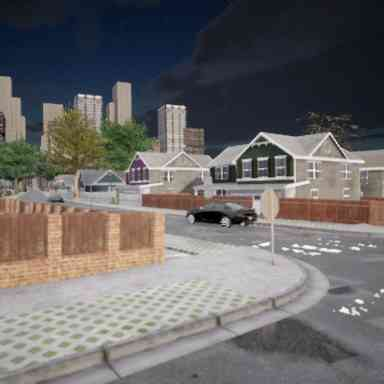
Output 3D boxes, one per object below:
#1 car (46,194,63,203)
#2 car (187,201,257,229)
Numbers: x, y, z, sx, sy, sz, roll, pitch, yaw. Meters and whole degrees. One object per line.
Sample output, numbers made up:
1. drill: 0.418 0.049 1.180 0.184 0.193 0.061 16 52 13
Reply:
1. car: -21.840 0.997 52.885 1.994 1.385 4.181 -2 1 -32
2. car: 1.700 1.300 20.597 1.882 1.535 5.008 -2 2 -41
